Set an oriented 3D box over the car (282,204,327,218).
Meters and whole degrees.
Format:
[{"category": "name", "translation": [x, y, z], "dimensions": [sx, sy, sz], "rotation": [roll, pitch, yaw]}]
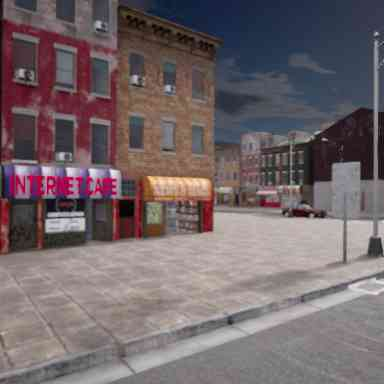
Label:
[{"category": "car", "translation": [10.893, 1.839, 32.379], "dimensions": [1.887, 1.381, 4.507], "rotation": [0, -1, -36]}]
